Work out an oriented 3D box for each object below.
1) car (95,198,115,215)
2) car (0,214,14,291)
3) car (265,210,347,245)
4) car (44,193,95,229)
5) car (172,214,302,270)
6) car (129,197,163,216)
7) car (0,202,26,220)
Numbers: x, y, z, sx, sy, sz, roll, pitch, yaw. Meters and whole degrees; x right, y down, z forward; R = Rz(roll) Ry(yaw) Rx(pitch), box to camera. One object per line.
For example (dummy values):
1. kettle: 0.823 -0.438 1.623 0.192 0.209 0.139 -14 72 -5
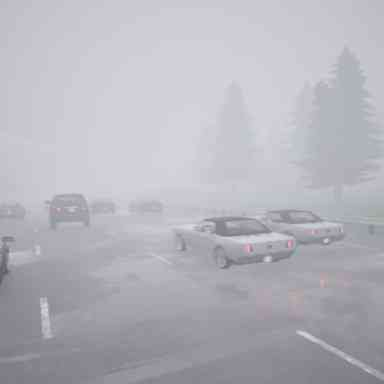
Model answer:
1. car: -8.258 1.250 29.878 1.882 1.535 5.008 -1 1 -26
2. car: -5.141 1.503 7.239 1.837 1.490 4.892 -1 1 -25
3. car: 3.606 1.355 13.308 1.895 1.301 4.718 -1 1 -25
4. car: -7.906 1.100 21.088 2.150 2.045 5.566 -1 1 -26
5. car: 1.007 1.439 10.628 1.895 1.301 4.718 -1 1 -25
6. car: -4.203 1.177 29.528 1.882 1.535 5.008 -1 1 -26
7. car: -14.360 1.497 26.424 1.994 1.385 4.181 -1 1 -26
